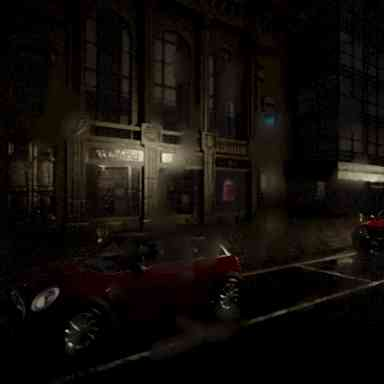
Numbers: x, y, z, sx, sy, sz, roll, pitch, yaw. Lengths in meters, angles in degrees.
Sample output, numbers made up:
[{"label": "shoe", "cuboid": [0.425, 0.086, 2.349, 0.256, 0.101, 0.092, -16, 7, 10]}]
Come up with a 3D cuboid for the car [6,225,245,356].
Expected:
[{"label": "car", "cuboid": [-1.037, 1.458, 6.027, 4.097, 1.590, 1.967, 0, 0, -35]}]

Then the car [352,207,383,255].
[{"label": "car", "cuboid": [8.146, 1.409, 12.577, 5.009, 1.841, 2.192, 0, 0, -35]}]
